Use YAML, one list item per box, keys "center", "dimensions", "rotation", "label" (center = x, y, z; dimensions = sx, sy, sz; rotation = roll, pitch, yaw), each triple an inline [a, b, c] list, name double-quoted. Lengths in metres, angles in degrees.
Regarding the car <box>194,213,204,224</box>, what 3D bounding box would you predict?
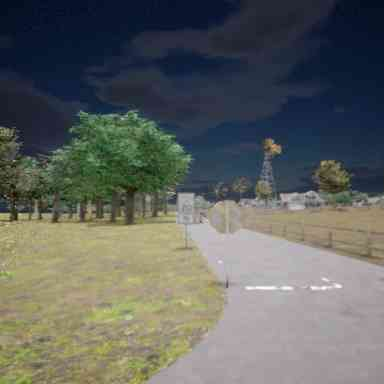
- center: [0.627, 3.979, 50.138]
  dimensions: [1.837, 1.490, 4.892]
  rotation: [1, -3, -3]
  label: "car"
